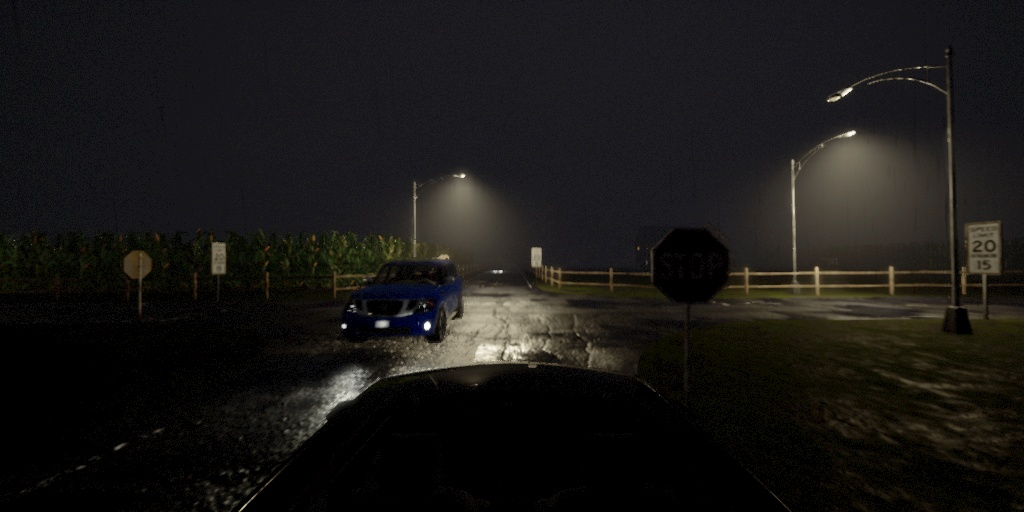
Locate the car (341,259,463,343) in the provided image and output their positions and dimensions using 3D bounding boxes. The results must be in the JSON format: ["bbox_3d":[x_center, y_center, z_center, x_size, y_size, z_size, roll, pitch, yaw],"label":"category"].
[{"bbox_3d":[-2.746,1.114,10.365,2.150,2.045,5.566,0,-1,0],"label":"car"}]
